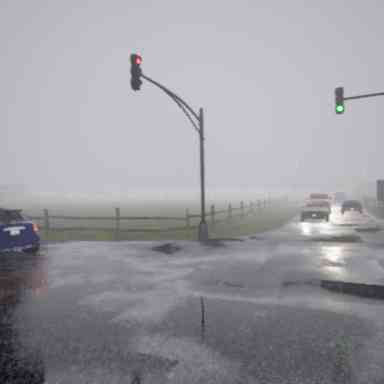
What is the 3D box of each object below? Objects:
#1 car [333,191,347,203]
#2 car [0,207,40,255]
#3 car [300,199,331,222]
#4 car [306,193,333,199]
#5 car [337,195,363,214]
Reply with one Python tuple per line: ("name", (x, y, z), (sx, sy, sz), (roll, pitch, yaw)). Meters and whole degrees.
("car", (27.530, 0.898, 62.003), (2.150, 2.045, 5.566), (-1, 0, 22))
("car", (-7.537, 1.311, 11.744), (4.553, 1.767, 2.097), (0, 0, 30))
("car", (9.420, 1.466, 25.433), (1.994, 1.385, 4.181), (-1, 0, 23))
("car", (13.075, 1.081, 34.162), (2.150, 2.045, 5.566), (-1, 0, 23))
("car", (15.577, 1.313, 32.693), (1.837, 1.490, 4.892), (-1, 0, 22))
